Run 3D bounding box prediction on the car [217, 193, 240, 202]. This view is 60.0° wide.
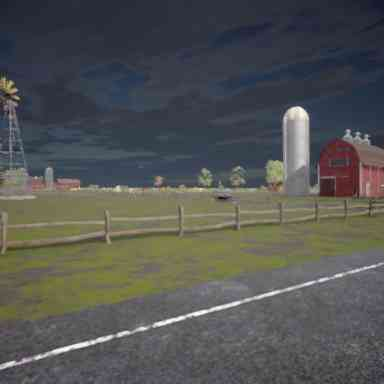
[{"bbox_3d":[6.141,0.898,57.336,1.882,1.535,5.008,-1,1,-35],"label":"car"}]
